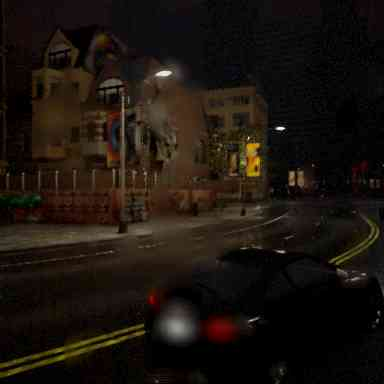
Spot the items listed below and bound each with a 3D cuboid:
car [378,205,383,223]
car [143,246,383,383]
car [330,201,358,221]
[{"bbox_3d":[15.430,1.500,25.302,2.128,1.511,4.902,0,0,25],"label":"car"},{"bbox_3d":[1.341,1.577,5.254,4.181,1.385,1.994,0,0,-41],"label":"car"},{"bbox_3d":[12.604,1.508,27.698,1.882,1.535,5.008,0,-1,24],"label":"car"}]
